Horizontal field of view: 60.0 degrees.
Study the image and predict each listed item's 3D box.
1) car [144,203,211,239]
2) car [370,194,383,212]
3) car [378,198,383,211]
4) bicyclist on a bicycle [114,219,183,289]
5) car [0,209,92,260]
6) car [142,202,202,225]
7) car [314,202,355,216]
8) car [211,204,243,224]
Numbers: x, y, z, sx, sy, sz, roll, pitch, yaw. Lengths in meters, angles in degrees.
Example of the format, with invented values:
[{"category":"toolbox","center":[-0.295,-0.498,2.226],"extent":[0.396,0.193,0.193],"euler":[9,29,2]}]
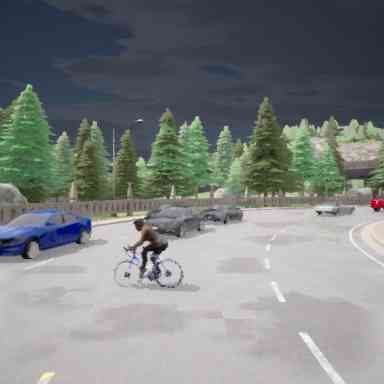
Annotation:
[{"category":"car","center":[-0.782,1.506,17.699],"extent":[1.837,1.490,4.892],"euler":[0,0,21]},{"category":"car","center":[22.934,1.221,37.809],"extent":[5.566,2.045,2.150],"euler":[0,0,-22]},{"category":"car","center":[21.453,1.547,33.160],"extent":[5.357,1.411,2.033],"euler":[0,0,-29]},{"category":"bicyclist on a bicycle","center":[-1.042,1.455,7.718],"extent":[1.656,1.620,0.582],"euler":[-2,0,6]},{"category":"car","center":[-5.771,1.478,12.783],"extent":[1.882,1.535,5.008],"euler":[0,0,14]},{"category":"car","center":[-1.355,1.547,25.327],"extent":[2.033,1.411,5.357],"euler":[0,0,29]},{"category":"car","center":[13.982,1.601,32.383],"extent":[4.718,1.301,1.895],"euler":[0,0,-39]},{"category":"car","center":[2.254,1.575,24.674],"extent":[1.994,1.385,4.181],"euler":[0,0,31]}]
